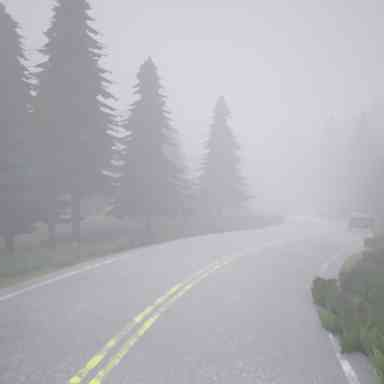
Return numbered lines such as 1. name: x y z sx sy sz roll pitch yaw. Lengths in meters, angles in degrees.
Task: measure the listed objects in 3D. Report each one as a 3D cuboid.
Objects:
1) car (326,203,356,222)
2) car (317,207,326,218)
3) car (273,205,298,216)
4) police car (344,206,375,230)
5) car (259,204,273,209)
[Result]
1. car: 17.369 2.330 38.108 2.150 2.045 5.566 2 0 11
2. car: 18.162 2.702 44.391 1.812 1.442 4.674 1 -1 4
3. car: 13.768 2.650 47.949 2.128 1.511 4.902 1 -1 -2
4. police car: 14.204 2.360 28.089 1.930 1.638 5.238 3 0 24
5. car: 14.508 3.011 65.554 1.895 1.301 4.718 0 -1 -12
